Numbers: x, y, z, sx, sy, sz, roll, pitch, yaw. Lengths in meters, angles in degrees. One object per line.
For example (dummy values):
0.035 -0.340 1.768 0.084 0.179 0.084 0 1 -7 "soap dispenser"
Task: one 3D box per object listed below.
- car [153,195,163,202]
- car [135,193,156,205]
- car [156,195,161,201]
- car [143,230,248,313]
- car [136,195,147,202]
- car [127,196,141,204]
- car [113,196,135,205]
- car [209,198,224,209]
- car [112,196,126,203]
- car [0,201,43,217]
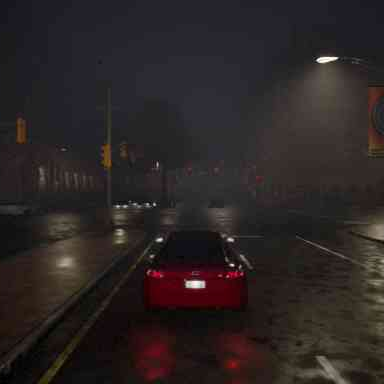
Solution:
-8.039 1.500 78.613 1.837 1.490 4.892 0 0 0 "car"
-8.109 1.221 58.610 2.150 2.045 5.566 0 0 0 "car"
-8.038 1.601 68.409 1.895 1.301 4.718 0 0 0 "car"
0.071 1.564 7.746 1.994 1.385 4.181 0 0 0 "car"
-11.538 1.478 76.608 1.882 1.535 5.008 0 0 0 "car"
-11.559 1.564 66.189 1.994 1.385 4.181 0 0 0 "car"
-11.610 1.564 56.895 1.994 1.385 4.181 0 0 0 "car"
3.329 1.526 45.190 1.812 1.442 4.674 1 0 9 "car"
-14.783 1.595 67.851 1.895 1.301 4.718 0 0 0 "car"
-16.374 1.526 30.878 4.674 1.442 1.812 0 0 -2 "car"
